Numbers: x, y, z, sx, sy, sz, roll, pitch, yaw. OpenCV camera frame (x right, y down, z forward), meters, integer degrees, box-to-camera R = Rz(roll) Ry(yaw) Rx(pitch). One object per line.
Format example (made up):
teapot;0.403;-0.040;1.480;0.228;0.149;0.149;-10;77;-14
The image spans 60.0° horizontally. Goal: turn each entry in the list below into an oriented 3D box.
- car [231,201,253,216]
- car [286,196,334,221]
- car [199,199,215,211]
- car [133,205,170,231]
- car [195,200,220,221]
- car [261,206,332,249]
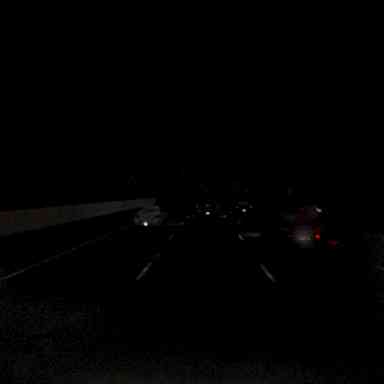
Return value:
car;5.068;1.597;33.877;1.812;1.442;4.674;0;0;3
car;8.112;1.273;23.558;2.150;2.045;5.566;0;0;3
car;1.962;1.652;42.746;1.994;1.385;4.181;0;0;3
car;-2.507;1.568;21.083;1.812;1.442;4.674;0;0;3
car;1.304;1.622;27.921;1.994;1.385;4.181;0;0;2
car;4.222;1.557;14.560;1.812;1.442;4.674;0;0;2
